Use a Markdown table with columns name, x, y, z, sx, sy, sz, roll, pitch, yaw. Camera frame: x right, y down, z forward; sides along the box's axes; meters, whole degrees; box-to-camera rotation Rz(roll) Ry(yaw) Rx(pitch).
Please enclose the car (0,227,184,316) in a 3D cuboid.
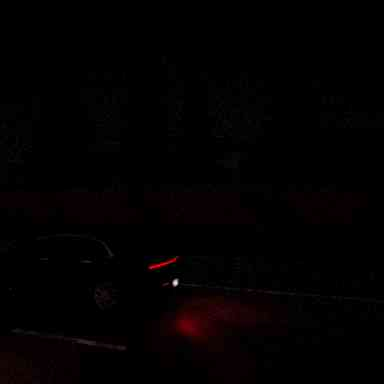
| name | x | y | z | sx | sy | sz | roll | pitch | yaw |
| --- | --- | --- | --- | --- | --- | --- | --- | --- | --- |
| car | -2.597 | 1.558 | 7.452 | 4.892 | 1.490 | 1.837 | 0 | 0 | 20 |
